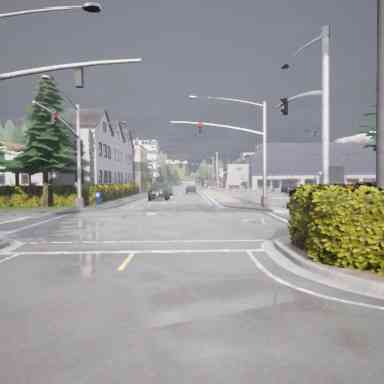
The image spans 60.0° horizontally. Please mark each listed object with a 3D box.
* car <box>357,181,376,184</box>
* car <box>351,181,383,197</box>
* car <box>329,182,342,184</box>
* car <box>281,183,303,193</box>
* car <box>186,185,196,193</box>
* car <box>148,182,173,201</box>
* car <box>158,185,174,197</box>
[{"bbox_3d":[19.006,-0.176,34.216,1.905,1.878,3.866,-1,2,0],"label":"car"},{"bbox_3d":[22.249,-0.462,42.098,1.932,1.855,4.605,-1,2,0],"label":"car"},{"bbox_3d":[25.291,-1.035,59.489,2.152,1.636,5.027,-1,2,0],"label":"car"},{"bbox_3d":[15.254,-0.525,52.073,2.007,1.523,4.514,-1,2,0],"label":"car"},{"bbox_3d":[-0.186,-0.580,58.690,2.128,1.511,4.902,-1,2,0],"label":"car"},{"bbox_3d":[-3.731,-0.110,38.269,2.150,2.045,5.566,-1,2,0],"label":"car"},{"bbox_3d":[-3.746,-0.176,48.430,1.837,1.490,4.892,-1,2,0],"label":"car"}]
